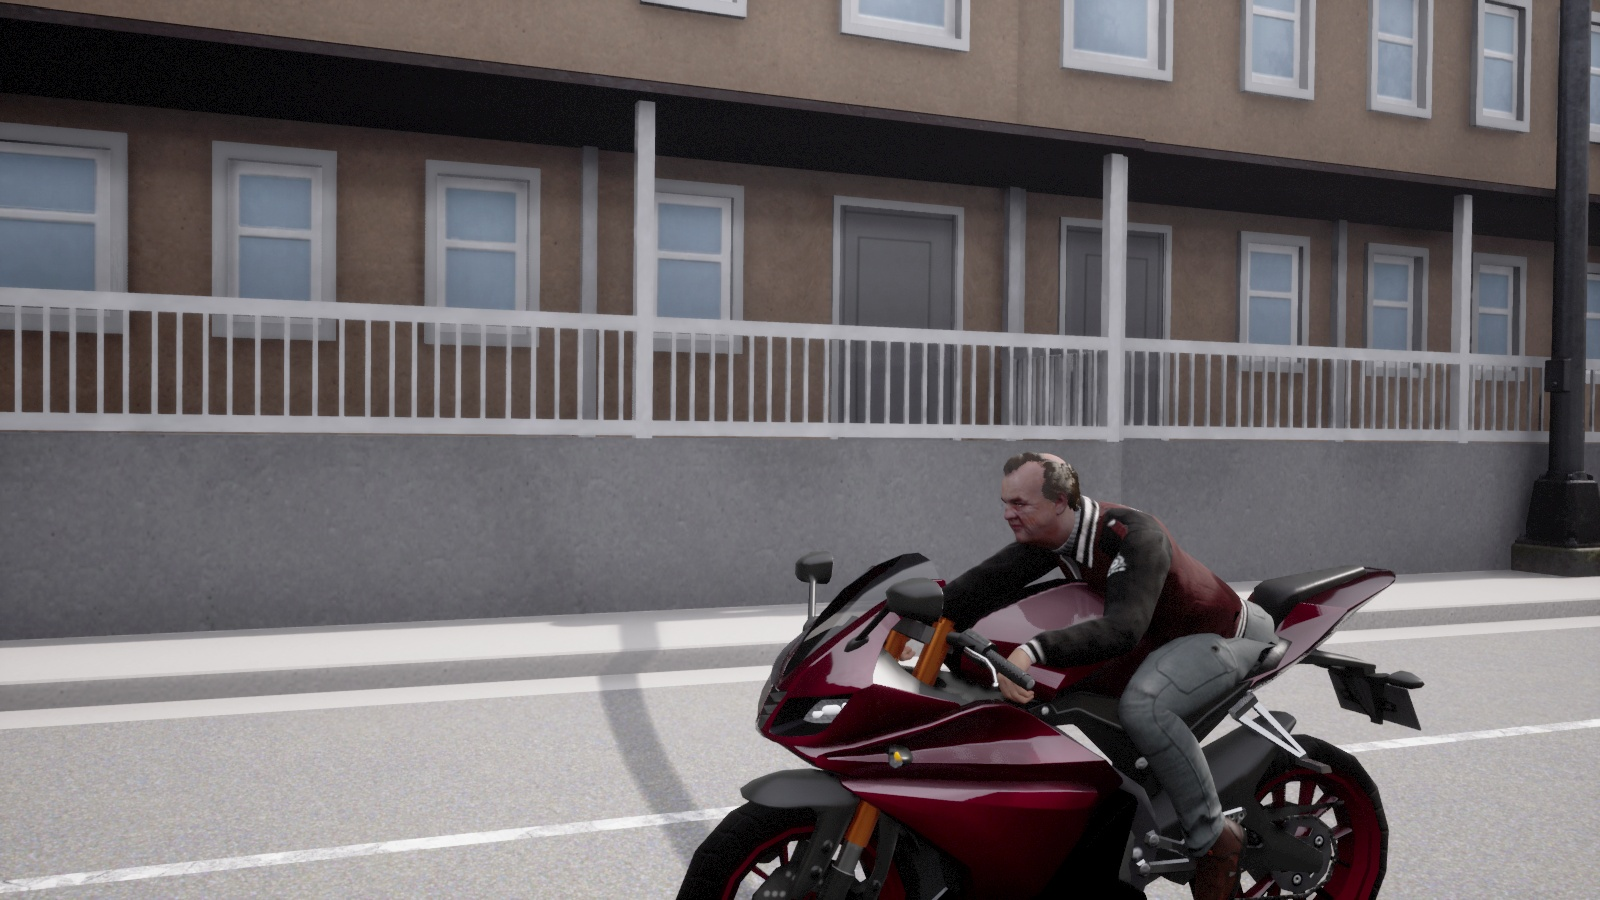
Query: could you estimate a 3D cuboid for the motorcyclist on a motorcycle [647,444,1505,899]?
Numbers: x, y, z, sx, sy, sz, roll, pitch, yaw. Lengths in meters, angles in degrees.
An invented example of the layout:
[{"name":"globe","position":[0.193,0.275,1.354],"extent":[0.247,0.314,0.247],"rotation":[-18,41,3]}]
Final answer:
[{"name":"motorcyclist on a motorcycle","position":[0.755,0.768,3.489],"extent":[2.191,1.530,0.866],"rotation":[-1,1,-19]}]
